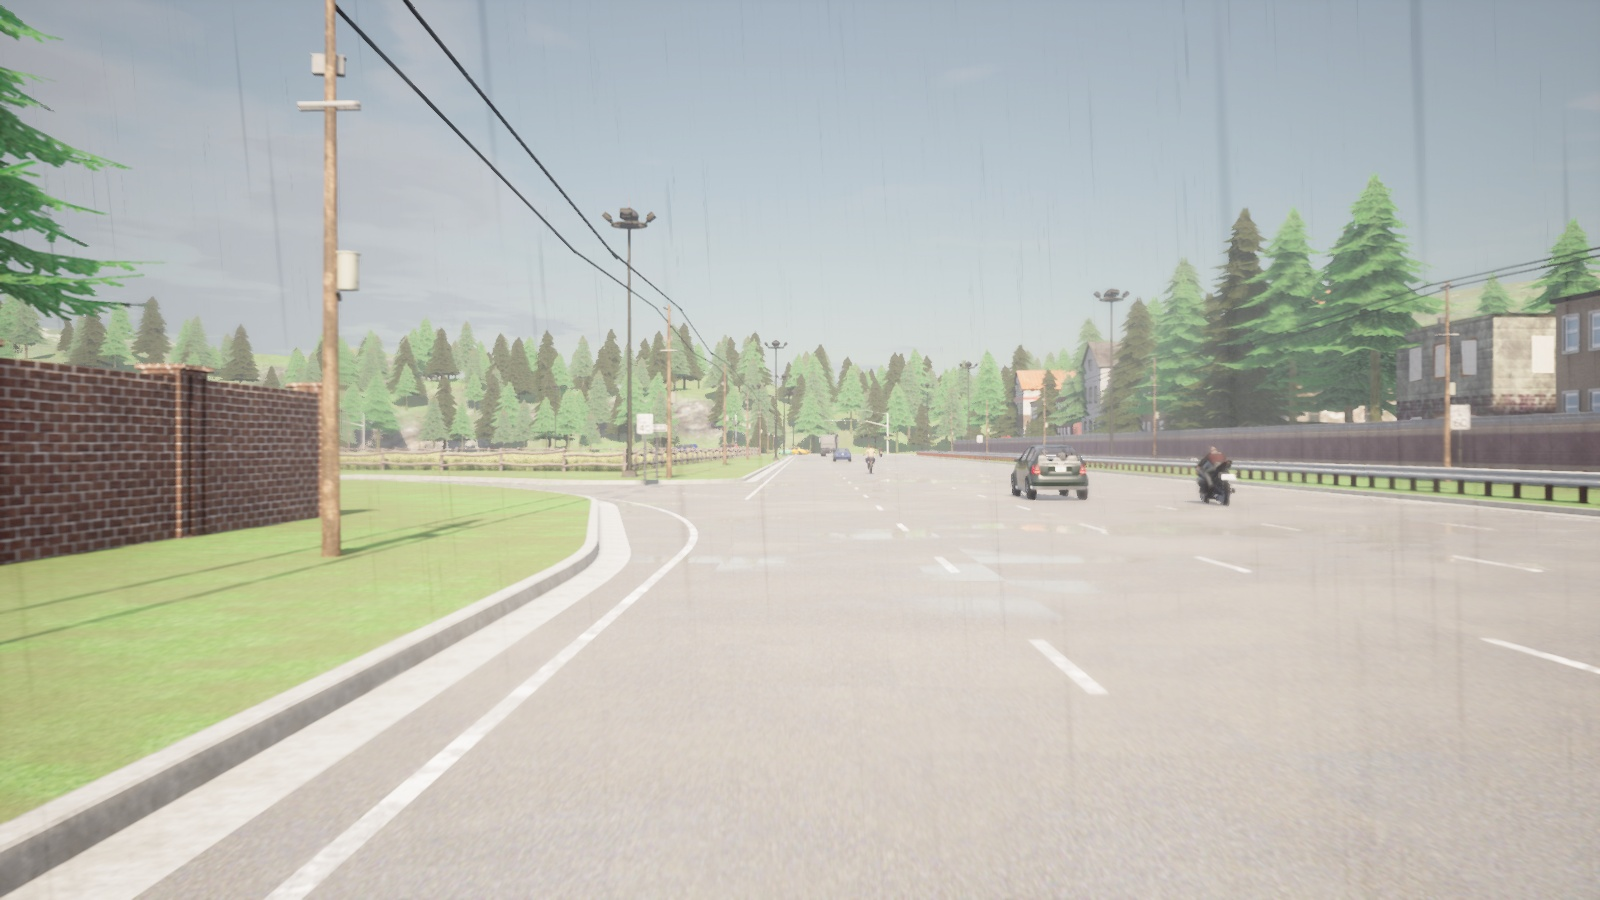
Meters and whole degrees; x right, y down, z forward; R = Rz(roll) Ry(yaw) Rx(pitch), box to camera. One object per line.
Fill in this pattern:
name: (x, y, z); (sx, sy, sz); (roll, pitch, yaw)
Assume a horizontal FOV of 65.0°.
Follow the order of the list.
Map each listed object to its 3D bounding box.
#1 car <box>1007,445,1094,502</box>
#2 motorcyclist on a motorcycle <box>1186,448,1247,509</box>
car: (7.226, 0.638, 36.557); (1.789, 1.549, 3.705); (0, 0, 0)
motorcyclist on a motorcycle: (10.702, 0.707, 32.369); (0.866, 1.530, 2.191); (0, 0, 0)
